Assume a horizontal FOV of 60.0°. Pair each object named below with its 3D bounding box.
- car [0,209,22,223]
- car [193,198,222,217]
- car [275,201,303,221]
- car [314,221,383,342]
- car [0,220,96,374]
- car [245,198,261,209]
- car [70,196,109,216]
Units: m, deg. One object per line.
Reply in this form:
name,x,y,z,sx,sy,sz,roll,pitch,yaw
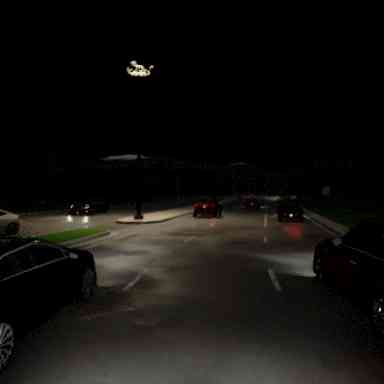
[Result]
car,-10.412,1.510,16.116,1.812,1.442,4.674,0,0,15
car,1.541,1.316,30.736,2.097,1.767,4.553,0,0,13
car,7.859,1.472,26.936,1.837,1.490,4.892,0,0,13
car,3.964,1.344,6.494,2.097,1.767,4.553,0,0,5
car,-3.128,1.486,5.432,2.128,1.511,4.902,0,0,4
car,8.129,1.512,44.489,1.994,1.385,4.181,0,0,13
car,-9.959,1.316,32.552,2.097,1.767,4.553,0,0,13
